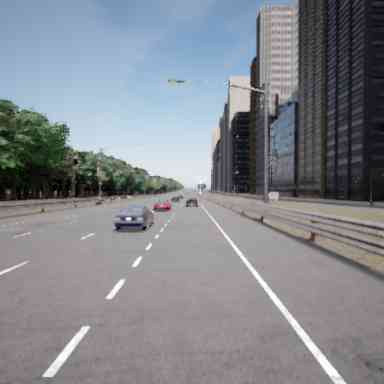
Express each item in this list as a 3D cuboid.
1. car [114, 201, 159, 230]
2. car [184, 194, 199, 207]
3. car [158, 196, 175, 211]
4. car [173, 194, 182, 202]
[{"bbox_3d":[-3.510,1.539,20.903,2.033,1.411,5.357,0,0,0],"label":"car"},{"bbox_3d":[-0.011,1.541,53.562,1.837,1.490,4.892,0,0,0],"label":"car"},{"bbox_3d":[-3.561,1.571,40.929,1.994,1.385,4.181,0,0,0],"label":"car"},{"bbox_3d":[-3.741,1.582,75.468,1.837,1.490,4.892,0,0,0],"label":"car"}]
